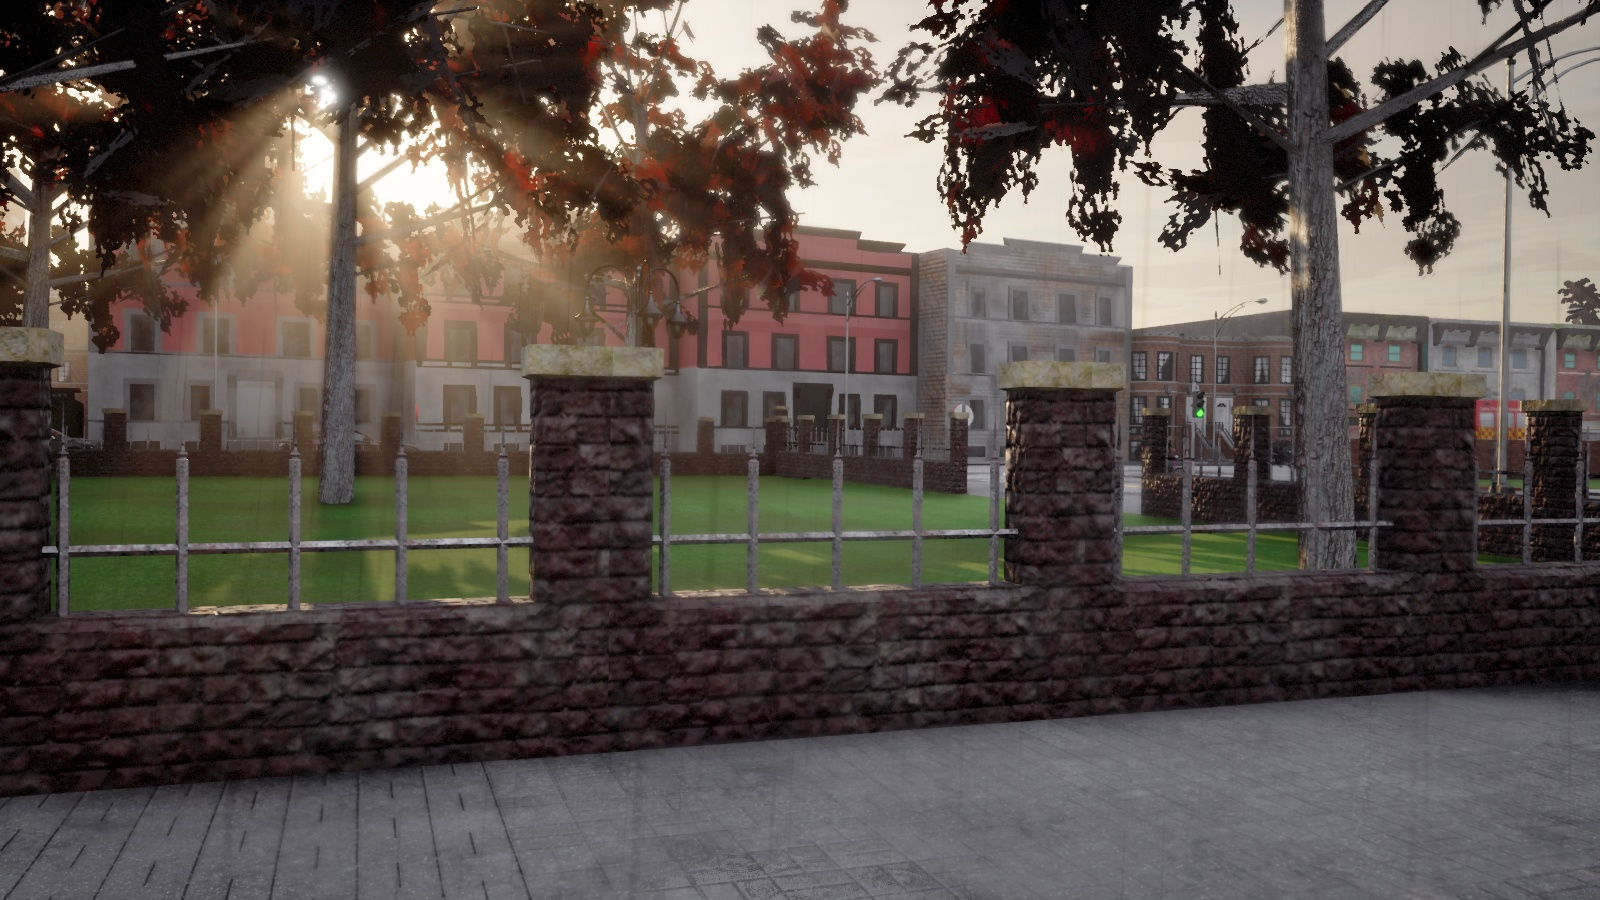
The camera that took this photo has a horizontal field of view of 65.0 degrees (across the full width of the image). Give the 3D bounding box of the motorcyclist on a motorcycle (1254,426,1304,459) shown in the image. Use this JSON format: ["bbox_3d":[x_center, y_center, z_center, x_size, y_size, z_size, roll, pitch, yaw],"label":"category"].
[{"bbox_3d":[22.729,-0.382,59.617,2.191,1.530,0.866,-1,1,-19],"label":"motorcyclist on a motorcycle"}]

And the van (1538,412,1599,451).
[{"bbox_3d":[41.292,-0.970,66.074,4.442,1.987,1.775,-1,1,-19],"label":"van"}]

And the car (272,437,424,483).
[{"bbox_3d":[-15.118,0.301,42.160,4.674,1.442,1.812,-1,1,-19],"label":"car"}]

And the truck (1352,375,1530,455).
[{"bbox_3d":[32.092,-1.736,62.869,8.468,3.827,2.891,-1,1,-19],"label":"truck"}]

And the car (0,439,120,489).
[{"bbox_3d":[-24.059,0.428,39.022,4.892,1.490,1.837,-1,1,-19],"label":"car"}]
